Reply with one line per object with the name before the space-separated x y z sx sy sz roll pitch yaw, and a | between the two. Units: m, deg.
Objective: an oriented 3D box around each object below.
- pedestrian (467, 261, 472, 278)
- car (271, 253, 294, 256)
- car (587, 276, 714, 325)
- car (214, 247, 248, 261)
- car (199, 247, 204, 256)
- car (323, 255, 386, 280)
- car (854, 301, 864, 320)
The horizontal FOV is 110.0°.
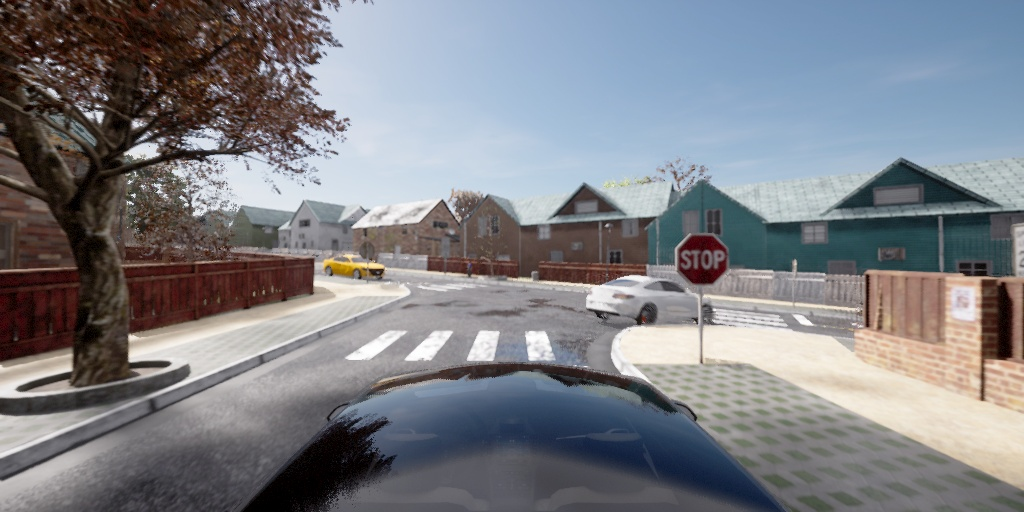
pedestrian | -3.120 0.936 26.324 0.375 1.300 0.375 -1 -4 32
car | -18.563 0.474 29.088 4.718 1.301 1.895 2 0 32
car | 4.478 1.385 11.497 4.674 1.442 1.812 4 -2 -32
car | -27.254 -0.015 34.542 5.008 1.535 1.882 2 0 33
car | -42.242 -0.582 47.285 4.674 1.442 1.812 2 0 32
car | -10.608 0.693 24.102 5.008 1.535 1.882 3 0 32
car | 14.627 1.863 11.766 4.892 1.490 1.837 3 0 32
